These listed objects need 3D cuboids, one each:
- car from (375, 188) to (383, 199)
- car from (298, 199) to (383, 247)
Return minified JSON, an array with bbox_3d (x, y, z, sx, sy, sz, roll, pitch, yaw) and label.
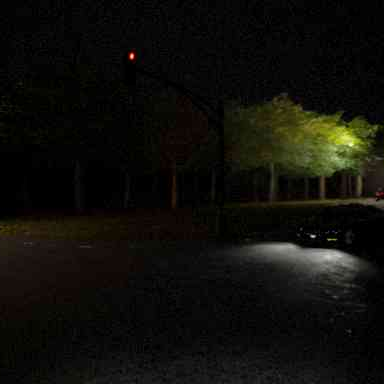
[{"bbox_3d":[29.773,0.482,51.622,2.150,2.045,5.566,0,2,30],"label":"car"},{"bbox_3d":[6.254,1.256,13.444,4.892,1.490,1.837,-3,2,-38],"label":"car"}]
